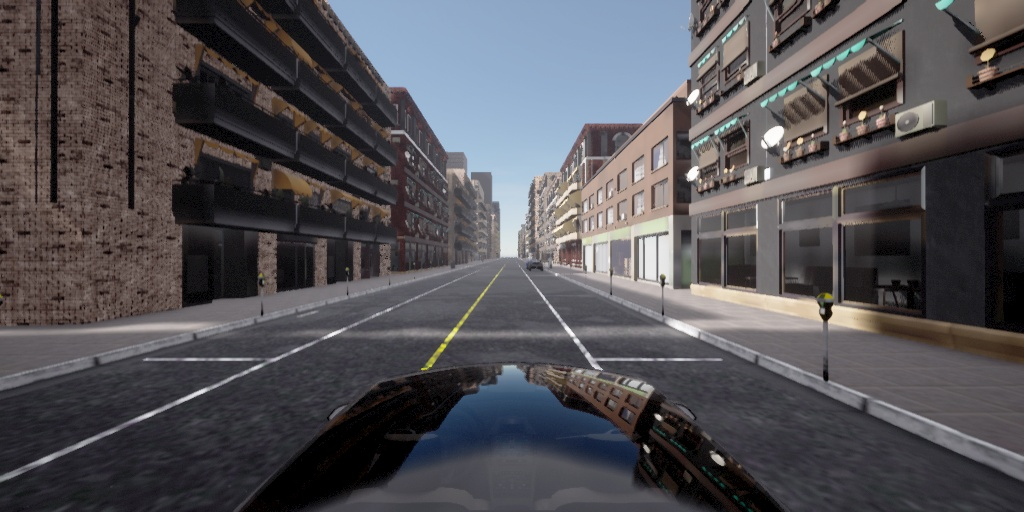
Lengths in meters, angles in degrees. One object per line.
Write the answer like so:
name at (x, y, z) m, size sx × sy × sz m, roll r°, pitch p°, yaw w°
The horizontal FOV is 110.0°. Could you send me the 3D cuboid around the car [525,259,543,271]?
car at (3.145, 1.225, 48.036) m, size 1.837 × 1.490 × 4.892 m, roll 0°, pitch 0°, yaw 0°
